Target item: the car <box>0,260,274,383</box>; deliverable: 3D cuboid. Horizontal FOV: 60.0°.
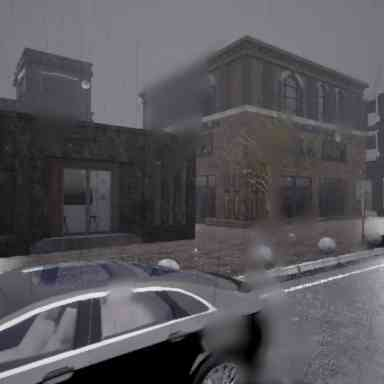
[{"bbox_3d":[-1.385,1.491,3.002,4.902,1.511,2.128,0,0,-36],"label":"car"}]
